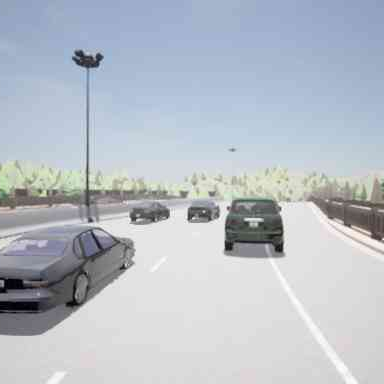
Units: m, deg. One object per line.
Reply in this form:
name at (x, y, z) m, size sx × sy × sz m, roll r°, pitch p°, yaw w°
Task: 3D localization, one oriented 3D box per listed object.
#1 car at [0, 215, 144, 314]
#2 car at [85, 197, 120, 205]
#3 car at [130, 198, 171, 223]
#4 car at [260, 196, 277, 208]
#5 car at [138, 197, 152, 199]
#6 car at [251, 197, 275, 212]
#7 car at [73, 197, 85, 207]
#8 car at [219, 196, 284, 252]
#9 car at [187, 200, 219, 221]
car at (-2.890, 1.518, 7.880) m, size 2.033 × 1.411 × 5.357 m, roll 0°, pitch 0°, yaw 6°
car at (-10.033, 1.390, 38.728) m, size 1.812 × 1.442 × 4.674 m, roll 0°, pitch 0°, yaw 18°
car at (-3.059, 1.443, 24.843) m, size 1.812 × 1.442 × 4.674 m, roll 0°, pitch 0°, yaw 15°
car at (10.890, 1.349, 47.105) m, size 1.882 × 1.535 × 5.008 m, roll 0°, pitch 0°, yaw 17°
car at (-5.788, 1.357, 40.527) m, size 2.128 × 1.511 × 4.902 m, roll 0°, pitch 0°, yaw 18°
car at (8.142, 1.387, 37.670) m, size 2.128 × 1.511 × 4.902 m, roll 0°, pitch 0°, yaw 18°
car at (-12.823, 1.358, 41.494) m, size 1.837 × 1.490 × 4.892 m, roll 0°, pitch 0°, yaw 18°
car at (2.562, 1.184, 13.897) m, size 2.150 × 2.045 × 5.566 m, roll 0°, pitch 0°, yaw 10°
car at (1.018, 1.424, 26.316) m, size 1.837 × 1.490 × 4.892 m, roll 0°, pitch 0°, yaw 16°
